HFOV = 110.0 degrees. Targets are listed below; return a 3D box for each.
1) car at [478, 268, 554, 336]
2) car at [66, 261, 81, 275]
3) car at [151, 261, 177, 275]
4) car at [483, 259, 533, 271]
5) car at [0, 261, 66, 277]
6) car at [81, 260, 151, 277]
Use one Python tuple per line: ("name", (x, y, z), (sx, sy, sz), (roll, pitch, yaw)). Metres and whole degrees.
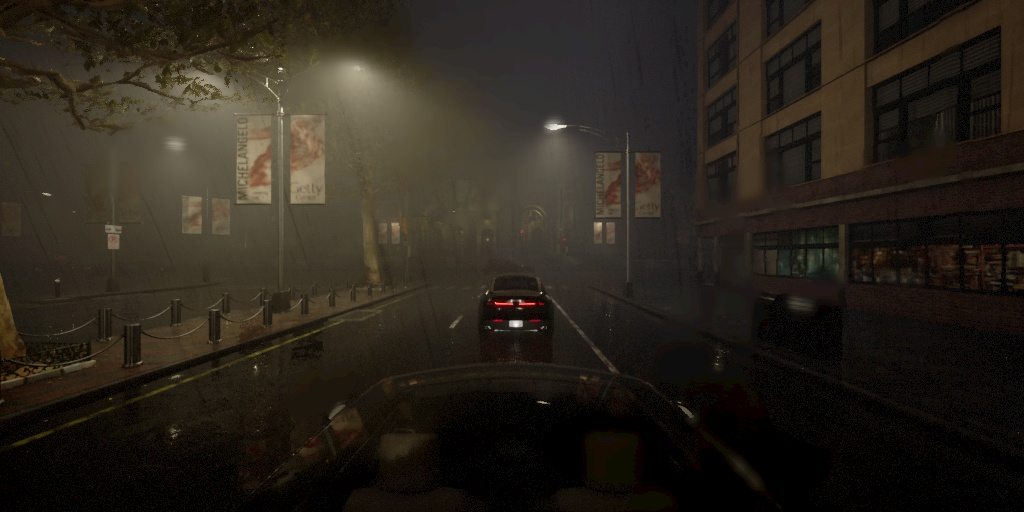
("car", (0.122, 1.255, 10.365), (1.837, 1.490, 4.892), (0, 0, 1))
("car", (-48.151, 1.239, 38.414), (4.902, 1.511, 2.128), (0, 0, 0))
("car", (-38.903, 1.227, 38.383), (5.008, 1.535, 1.882), (0, 0, 0))
("car", (-0.269, 1.226, 34.444), (5.008, 1.535, 1.882), (0, 0, 1))
("car", (-47.263, 1.252, 34.907), (4.892, 1.490, 1.837), (1, 0, -1))
("car", (-38.407, 1.313, 34.877), (4.181, 1.385, 1.994), (0, 0, 0))
